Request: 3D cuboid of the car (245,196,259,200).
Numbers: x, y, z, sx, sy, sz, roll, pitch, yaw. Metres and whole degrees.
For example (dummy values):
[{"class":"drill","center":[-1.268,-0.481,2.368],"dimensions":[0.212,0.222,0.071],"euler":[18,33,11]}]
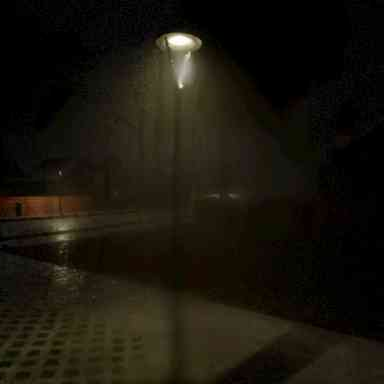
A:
[{"class":"car","center":[9.326,1.304,50.207],"dimensions":[1.812,1.442,4.674],"euler":[0,0,35]}]
